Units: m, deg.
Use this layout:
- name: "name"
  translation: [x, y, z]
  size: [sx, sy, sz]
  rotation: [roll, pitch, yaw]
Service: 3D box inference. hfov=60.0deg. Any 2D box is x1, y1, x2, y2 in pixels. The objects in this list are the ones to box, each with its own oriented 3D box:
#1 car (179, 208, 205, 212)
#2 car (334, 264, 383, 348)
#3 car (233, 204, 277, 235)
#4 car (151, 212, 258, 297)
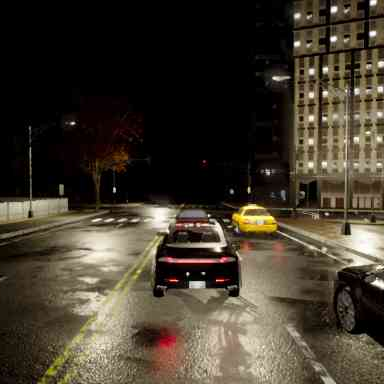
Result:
- name: "car"
  translation: [0.001, 1.544, 17.549]
  size: [2.033, 1.411, 5.357]
  rotation: [0, 0, 0]
- name: "car"
  translation: [3.349, 1.486, 3.826]
  size: [2.128, 1.511, 4.902]
  rotation: [0, 0, 0]
- name: "car"
  translation: [3.322, 1.453, 18.569]
  size: [1.801, 1.575, 5.366]
  rotation: [0, 0, 0]
- name: "car"
  translation: [0.078, 1.489, 8.526]
  size: [2.128, 1.511, 4.902]
  rotation: [0, 0, 0]
